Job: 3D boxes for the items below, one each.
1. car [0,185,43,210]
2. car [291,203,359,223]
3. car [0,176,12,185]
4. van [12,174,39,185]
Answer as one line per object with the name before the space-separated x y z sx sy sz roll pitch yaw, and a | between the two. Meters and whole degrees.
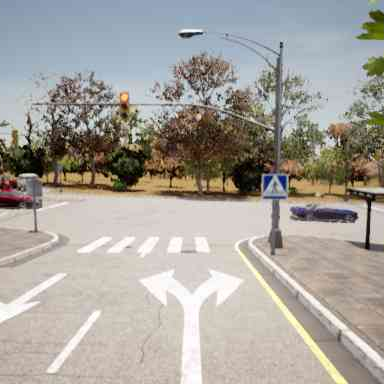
car | -14.844 0.527 27.279 5.008 1.535 1.882 2 6 5
car | 10.207 1.576 25.665 4.718 1.301 1.895 2 5 2
car | -23.301 -1.232 41.595 2.185 1.767 4.553 0 5 -13
van | -20.331 -1.206 41.201 1.878 1.987 4.442 1 5 -14
